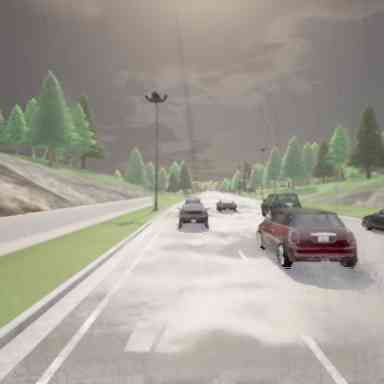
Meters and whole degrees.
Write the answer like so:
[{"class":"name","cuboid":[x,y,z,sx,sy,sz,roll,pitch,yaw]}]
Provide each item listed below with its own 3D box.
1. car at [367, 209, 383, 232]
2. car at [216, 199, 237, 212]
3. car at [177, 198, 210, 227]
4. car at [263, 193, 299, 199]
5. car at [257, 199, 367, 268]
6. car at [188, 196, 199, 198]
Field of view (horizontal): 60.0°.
[{"class":"car","cuboid":[10.594,1.480,17.134,1.994,1.385,4.181,0,0,0]},{"class":"car","cuboid":[3.599,1.421,35.543,1.895,1.301,4.718,0,0,0]},{"class":"car","cuboid":[0.092,1.397,21.568,1.837,1.490,4.892,0,1,0]},{"class":"car","cuboid":[7.090,1.087,26.916,2.150,2.045,5.566,0,0,0]},{"class":"car","cuboid":[3.600,1.296,11.243,2.097,1.767,4.553,0,0,0]},{"class":"car","cuboid":[0.155,1.271,40.442,1.882,1.535,5.008,0,0,1]}]
